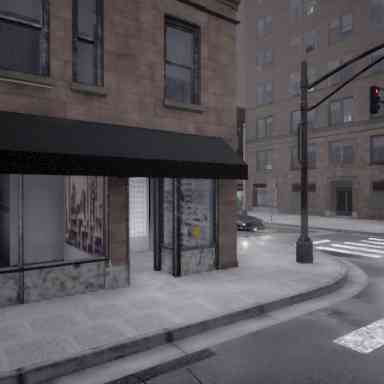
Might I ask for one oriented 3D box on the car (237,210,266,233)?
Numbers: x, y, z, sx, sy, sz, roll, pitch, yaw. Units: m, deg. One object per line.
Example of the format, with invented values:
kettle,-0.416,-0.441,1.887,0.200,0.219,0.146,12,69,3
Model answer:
car,1.721,1.539,19.321,2.033,1.411,5.357,0,0,-36
